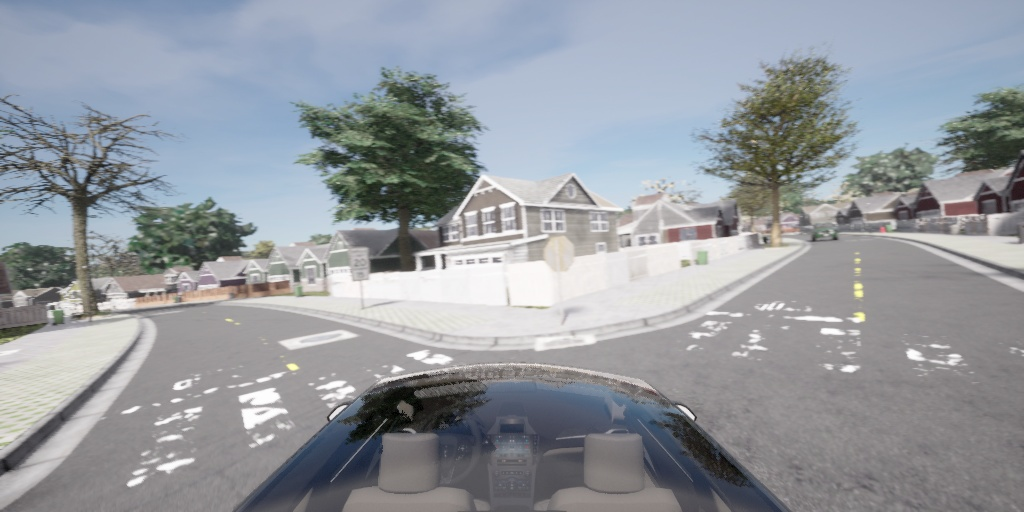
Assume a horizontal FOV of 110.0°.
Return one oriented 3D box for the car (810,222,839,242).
[{"bbox_3d":[35.262,-2.777,40.535,2.150,2.045,5.566,-4,1,38],"label":"car"}]
